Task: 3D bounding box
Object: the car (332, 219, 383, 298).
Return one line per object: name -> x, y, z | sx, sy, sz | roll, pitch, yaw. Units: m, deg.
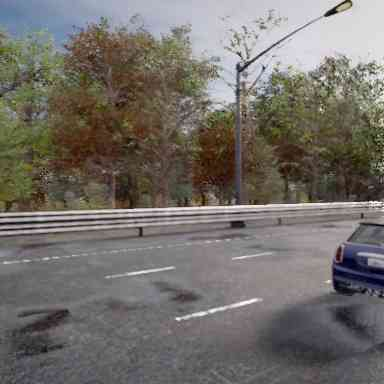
car -> 5.224, 1.353, 7.451 | 4.553, 1.767, 2.097 | 0, 0, -34
